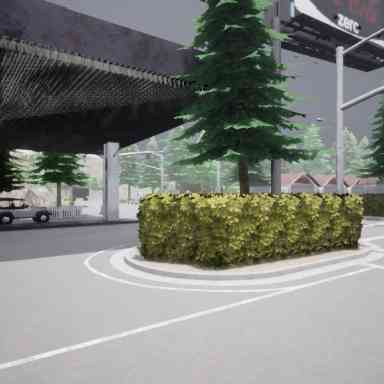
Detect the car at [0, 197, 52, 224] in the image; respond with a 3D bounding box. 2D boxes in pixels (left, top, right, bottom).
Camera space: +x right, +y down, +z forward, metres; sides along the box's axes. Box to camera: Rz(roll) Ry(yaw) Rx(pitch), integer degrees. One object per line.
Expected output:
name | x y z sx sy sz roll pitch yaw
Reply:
car | -12.050 1.313 23.427 3.866 1.878 1.905 0 0 -36
